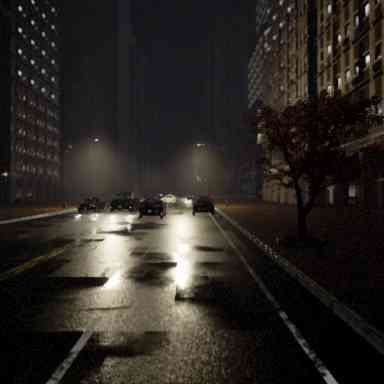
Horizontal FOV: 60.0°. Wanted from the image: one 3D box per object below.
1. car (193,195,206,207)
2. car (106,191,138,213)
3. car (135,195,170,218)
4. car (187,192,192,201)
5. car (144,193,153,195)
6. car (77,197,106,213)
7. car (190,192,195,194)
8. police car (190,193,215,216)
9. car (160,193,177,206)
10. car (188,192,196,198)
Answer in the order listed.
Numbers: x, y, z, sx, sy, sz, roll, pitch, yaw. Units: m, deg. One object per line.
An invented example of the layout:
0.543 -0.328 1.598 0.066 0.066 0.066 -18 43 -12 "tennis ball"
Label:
0.988 1.168 46.002 1.812 1.442 4.674 0 0 0 "car"
-6.587 0.963 33.145 2.150 2.045 5.566 0 1 0 "car"
-3.142 1.265 27.218 1.882 1.535 5.008 0 0 0 "car"
0.018 0.990 64.799 2.128 1.511 4.902 0 0 0 "car"
-9.728 0.871 74.967 2.128 1.511 4.902 0 0 0 "car"
-9.834 1.248 33.024 1.837 1.490 4.892 0 0 0 "car"
0.987 1.166 40.001 1.882 1.535 5.008 0 0 0 "car"
0.984 1.190 30.110 1.930 1.638 5.238 0 0 0 "police car"
-3.136 1.156 47.554 1.812 1.442 4.674 0 0 0 "car"
0.024 0.701 80.951 1.882 1.535 5.008 0 0 0 "car"
